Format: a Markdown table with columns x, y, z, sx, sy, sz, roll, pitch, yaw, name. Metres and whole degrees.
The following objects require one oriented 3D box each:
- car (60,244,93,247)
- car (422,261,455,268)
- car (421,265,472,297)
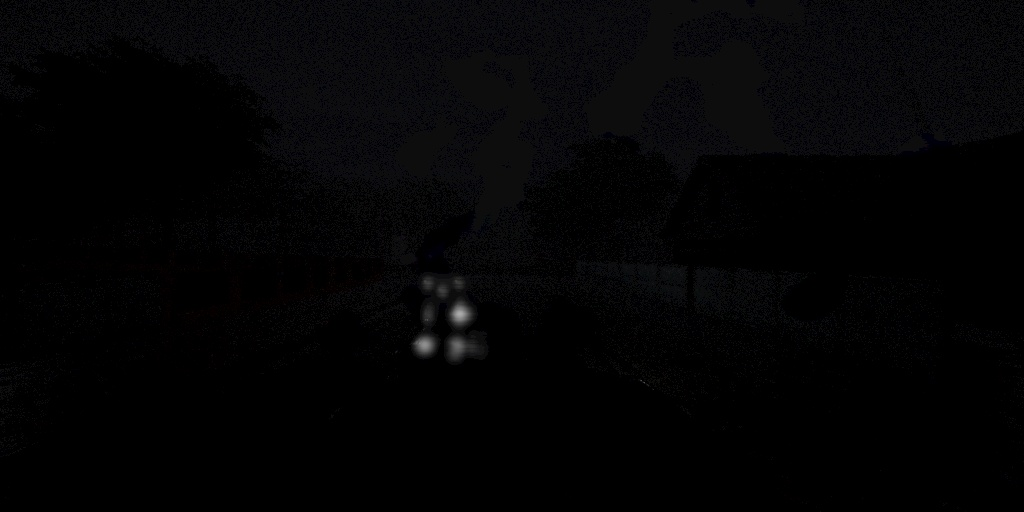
| x | y | z | sx | sy | sz | roll | pitch | yaw | name |
| --- | --- | --- | --- | --- | --- | --- | --- | --- | --- |
| -37.052 | -0.233 | 30.802 | 5.008 | 1.535 | 1.882 | 3 | 0 | -5 | car |
| -6.081 | 1.203 | 33.589 | 4.674 | 1.442 | 1.812 | 4 | 0 | -5 | car |
| -3.279 | 1.338 | 18.852 | 1.895 | 1.301 | 4.718 | 0 | 0 | -2 | car |
